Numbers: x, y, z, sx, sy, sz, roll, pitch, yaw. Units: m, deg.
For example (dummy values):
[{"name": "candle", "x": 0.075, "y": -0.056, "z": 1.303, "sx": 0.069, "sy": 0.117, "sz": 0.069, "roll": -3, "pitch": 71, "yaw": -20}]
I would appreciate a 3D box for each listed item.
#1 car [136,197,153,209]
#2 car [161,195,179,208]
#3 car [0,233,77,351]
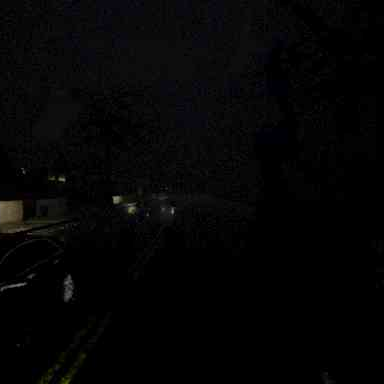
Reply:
[{"name": "car", "x": -6.594, "y": 1.494, "z": 46.237, "sx": 1.837, "sy": 1.490, "sz": 4.892, "roll": 0, "pitch": 0, "yaw": 0}, {"name": "car", "x": -3.335, "y": 1.552, "z": 48.569, "sx": 1.994, "sy": 1.385, "sz": 4.181, "roll": 0, "pitch": 0, "yaw": 0}, {"name": "car", "x": -3.352, "y": 1.505, "z": 5.207, "sx": 1.837, "sy": 1.490, "sz": 4.892, "roll": 0, "pitch": 0, "yaw": 0}]
